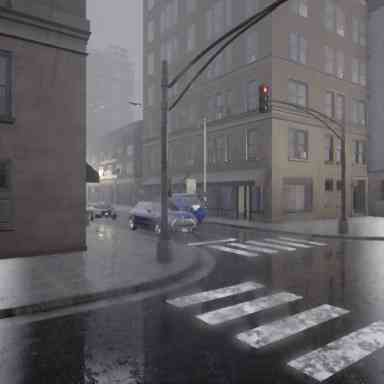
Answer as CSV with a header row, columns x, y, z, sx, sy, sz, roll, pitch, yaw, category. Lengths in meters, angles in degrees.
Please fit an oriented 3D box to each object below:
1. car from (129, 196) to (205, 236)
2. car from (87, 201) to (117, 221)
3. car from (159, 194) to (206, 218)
x,y,z,sx,sy,sz,roll,pitch,yaw,category
-1.640,1.269,17.967,2.097,1.767,4.553,0,0,-36,car
-7.436,1.428,26.073,1.994,1.385,4.181,0,0,-35,car
-1.344,1.120,22.624,2.150,2.045,5.566,0,0,-36,car
